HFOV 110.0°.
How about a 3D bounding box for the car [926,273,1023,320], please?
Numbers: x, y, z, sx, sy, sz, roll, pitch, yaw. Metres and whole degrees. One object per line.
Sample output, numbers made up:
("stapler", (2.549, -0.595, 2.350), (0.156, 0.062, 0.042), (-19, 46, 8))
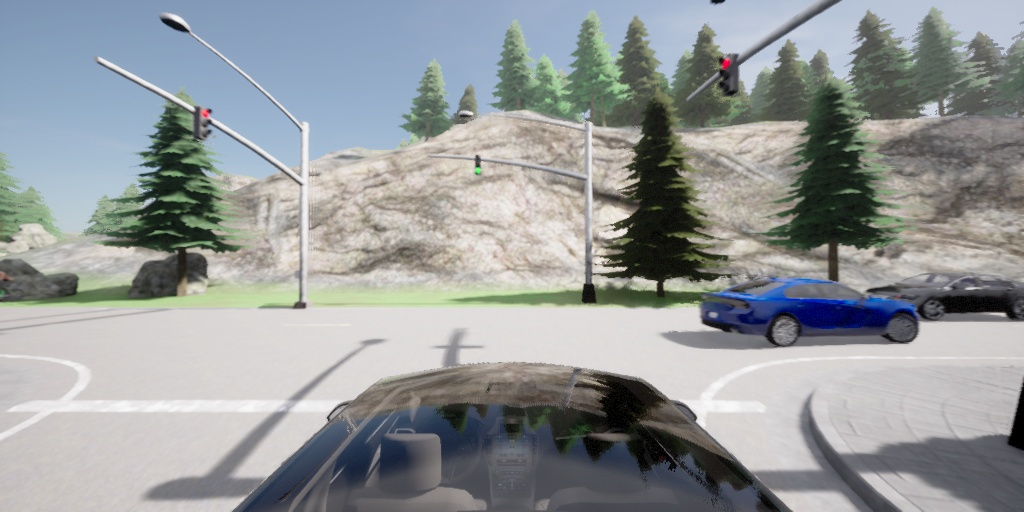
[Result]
("car", (15.021, 1.339, 12.402), (4.902, 1.511, 2.128), (0, -1, 0))

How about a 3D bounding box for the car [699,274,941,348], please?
("car", (7.402, 1.297, 9.093), (5.008, 1.535, 1.882), (0, -2, -6))

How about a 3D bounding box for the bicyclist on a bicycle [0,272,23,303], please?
("bicyclist on a bicycle", (-23.513, 1.368, 16.421), (0.582, 1.620, 1.656), (0, 0, 1))
